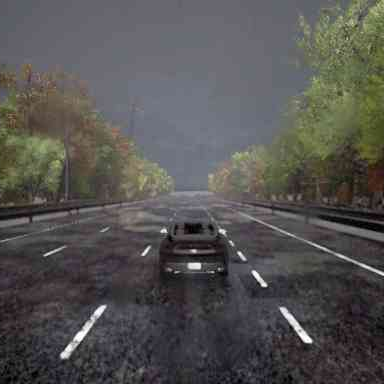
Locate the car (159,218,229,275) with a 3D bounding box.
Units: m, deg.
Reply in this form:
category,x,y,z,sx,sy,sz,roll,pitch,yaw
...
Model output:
category,x,y,z,sx,sy,sz,roll,pitch,yaw
car,0.039,1.589,10.434,1.837,1.490,4.892,0,-1,0
